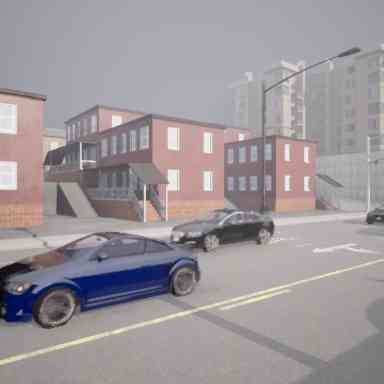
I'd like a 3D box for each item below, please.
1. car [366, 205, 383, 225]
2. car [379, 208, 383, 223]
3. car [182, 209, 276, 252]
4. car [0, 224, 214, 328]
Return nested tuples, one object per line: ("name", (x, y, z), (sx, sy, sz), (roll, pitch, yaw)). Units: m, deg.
("car", (13.844, 1.564, 23.032), (4.181, 1.385, 1.994), (0, 0, -37))
("car", (11.936, 1.601, 17.319), (4.718, 1.301, 1.895), (0, 0, -37))
("car", (1.389, 1.492, 13.802), (4.902, 1.511, 2.128), (0, 0, -37))
("car", (-1.829, 1.564, 7.017), (4.181, 1.385, 1.994), (0, 0, -37))
